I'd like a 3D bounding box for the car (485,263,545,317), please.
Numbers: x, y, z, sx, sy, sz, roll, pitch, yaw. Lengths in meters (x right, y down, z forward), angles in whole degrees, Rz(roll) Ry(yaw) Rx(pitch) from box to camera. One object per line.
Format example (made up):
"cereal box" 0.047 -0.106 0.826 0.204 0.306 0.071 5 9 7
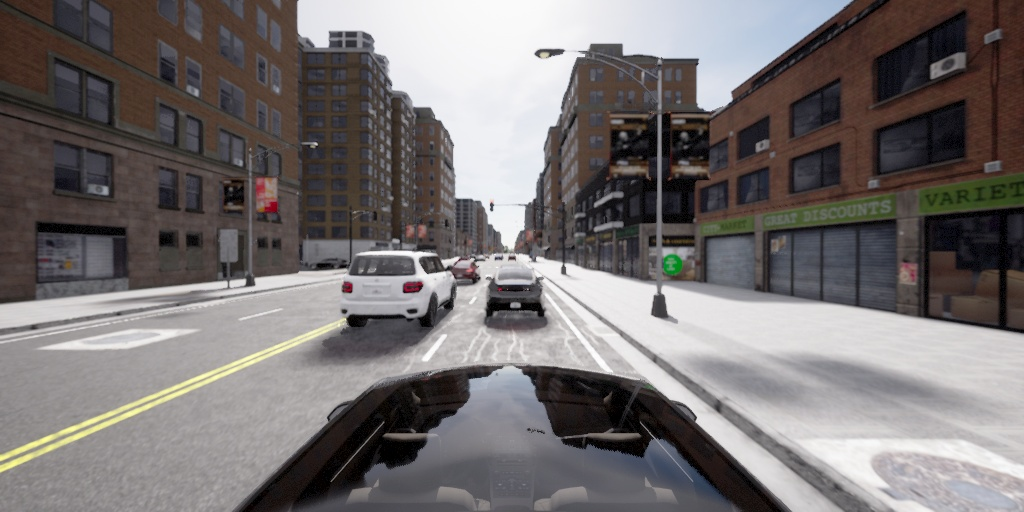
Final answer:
"car" 0.102 1.133 12.628 1.837 1.490 4.892 0 1 0

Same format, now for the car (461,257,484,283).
"car" -3.207 1.025 24.378 1.812 1.442 4.674 0 1 0

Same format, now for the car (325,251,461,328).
"car" -3.149 0.869 11.013 2.150 2.045 5.566 0 1 0

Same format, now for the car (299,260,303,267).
"car" -27.809 0.862 43.581 4.403 1.370 2.007 0 0 0

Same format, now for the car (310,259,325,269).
"car" -22.147 0.878 43.555 4.313 1.339 1.948 0 0 0
